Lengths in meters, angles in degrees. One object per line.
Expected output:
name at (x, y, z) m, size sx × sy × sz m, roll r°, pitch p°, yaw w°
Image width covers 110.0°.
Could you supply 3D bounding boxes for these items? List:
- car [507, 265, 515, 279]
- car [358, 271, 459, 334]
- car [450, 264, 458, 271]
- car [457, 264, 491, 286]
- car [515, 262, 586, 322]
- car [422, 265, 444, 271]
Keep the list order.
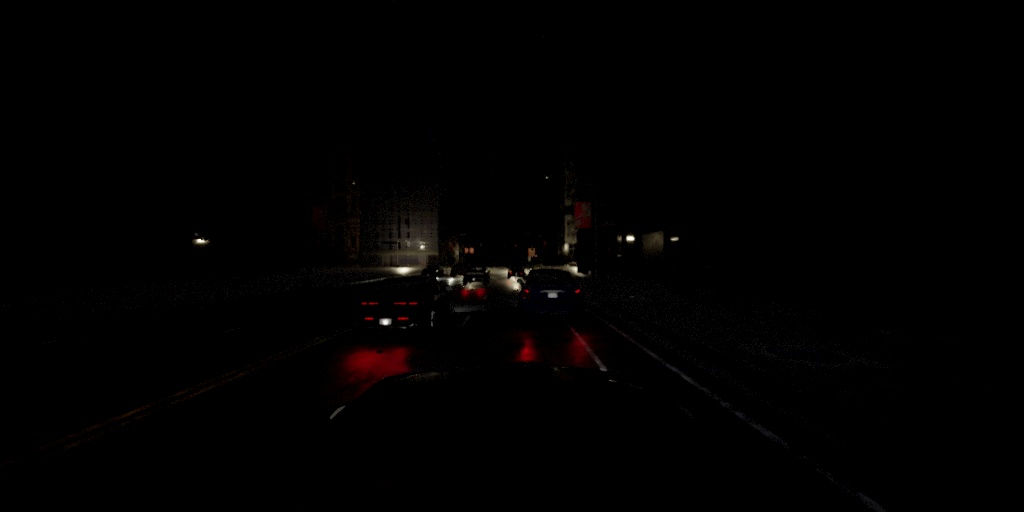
car at (0.478, 1.691, 38.254) m, size 1.812 × 1.442 × 4.674 m, roll 0°, pitch -1°, yaw 1°
car at (-3.047, 1.372, 11.132) m, size 1.837 × 1.490 × 4.892 m, roll 0°, pitch -1°, yaw 1°
car at (-6.089, 1.710, 42.395) m, size 1.882 × 1.535 × 5.008 m, roll 0°, pitch -1°, yaw 1°
car at (-2.818, 1.565, 29.330) m, size 2.128 × 1.511 × 4.902 m, roll 0°, pitch -1°, yaw 1°
car at (1.253, 1.225, 12.932) m, size 2.097 × 1.767 × 4.553 m, roll 0°, pitch -1°, yaw 1°
car at (-9.339, 1.792, 42.614) m, size 2.033 × 1.411 × 5.357 m, roll 0°, pitch -1°, yaw 1°
